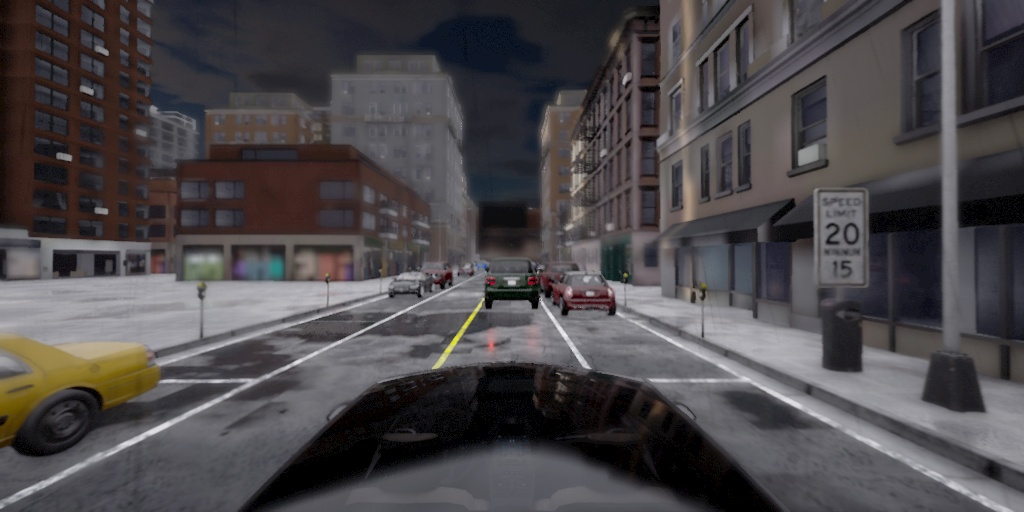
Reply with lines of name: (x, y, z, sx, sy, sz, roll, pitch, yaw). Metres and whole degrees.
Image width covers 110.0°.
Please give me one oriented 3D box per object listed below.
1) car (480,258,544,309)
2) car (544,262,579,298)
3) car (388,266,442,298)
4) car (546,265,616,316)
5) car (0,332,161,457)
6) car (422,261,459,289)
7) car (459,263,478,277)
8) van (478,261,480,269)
car: (-0.007, 1.100, 15.887, 2.150, 2.045, 5.566, 0, 0, 0)
car: (2.627, 1.234, 19.652, 2.192, 1.841, 5.009, 0, 0, 0)
car: (-5.399, 1.470, 19.648, 2.007, 1.370, 4.403, 0, 0, 0)
car: (2.630, 1.305, 13.990, 1.967, 1.591, 4.097, 0, 0, 0)
car: (-5.389, 1.284, 2.493, 1.751, 1.417, 4.829, 0, 0, 0)
car: (-5.402, 1.288, 25.310, 2.192, 1.841, 5.009, 0, 0, 0)
car: (-5.412, 1.716, 42.295, 1.802, 1.307, 4.207, 0, 0, 0)
van: (-5.425, 1.690, 64.941, 1.690, 1.789, 3.998, 0, 0, 0)
